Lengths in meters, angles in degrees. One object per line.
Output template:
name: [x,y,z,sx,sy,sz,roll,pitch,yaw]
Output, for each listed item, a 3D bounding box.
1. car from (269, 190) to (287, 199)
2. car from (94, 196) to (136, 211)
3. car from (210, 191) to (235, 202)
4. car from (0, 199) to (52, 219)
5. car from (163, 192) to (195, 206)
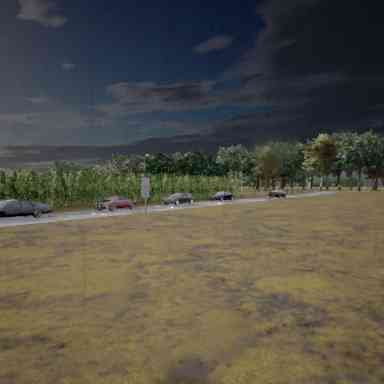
car: [15.479,0.345,59.880,1.882,1.535,5.008,0,1,35]
car: [-7.452,1.088,32.480,1.994,1.385,4.181,0,1,34]
car: [4.496,0.619,49.337,1.882,1.535,5.008,0,1,36]
car: [-13.085,1.257,24.402,2.033,1.411,5.357,0,1,34]
car: [-1.577,0.840,40.784,1.837,1.490,4.892,0,1,35]
